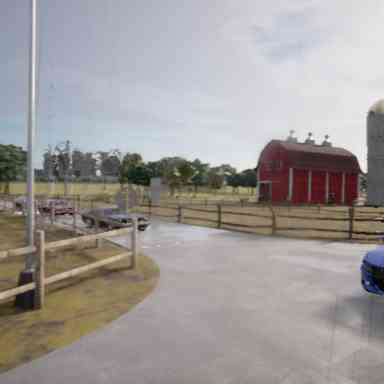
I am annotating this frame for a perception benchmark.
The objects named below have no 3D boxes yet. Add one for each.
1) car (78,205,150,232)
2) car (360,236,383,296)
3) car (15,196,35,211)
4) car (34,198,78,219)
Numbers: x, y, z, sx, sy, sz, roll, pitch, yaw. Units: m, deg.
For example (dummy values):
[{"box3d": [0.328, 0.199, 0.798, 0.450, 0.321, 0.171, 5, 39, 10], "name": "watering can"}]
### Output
[{"box3d": [-4.193, 1.411, 17.884, 1.895, 1.301, 4.718, -1, 1, -39], "name": "car"}, {"box3d": [5.869, 1.496, 7.891, 5.008, 1.535, 1.882, -1, 2, -38], "name": "car"}, {"box3d": [-16.723, 1.114, 33.793, 1.812, 1.442, 4.674, -1, 1, -38], "name": "car"}, {"box3d": [-10.373, 1.284, 25.710, 1.895, 1.301, 4.718, -1, 1, -38], "name": "car"}]
